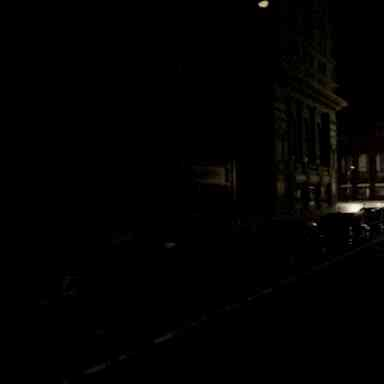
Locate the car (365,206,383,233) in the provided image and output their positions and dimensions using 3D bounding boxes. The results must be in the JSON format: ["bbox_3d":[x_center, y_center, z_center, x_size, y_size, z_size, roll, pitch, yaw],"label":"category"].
[{"bbox_3d":[10.623,1.580,19.657,2.008,1.369,4.403,-2,-1,42],"label":"car"}]

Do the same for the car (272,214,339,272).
[{"bbox_3d":[3.140,1.633,11.226,1.947,1.339,4.313,-2,-1,42],"label":"car"}]

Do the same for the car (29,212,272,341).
[{"bbox_3d":[-0.607,1.401,7.014,2.192,1.841,5.009,-2,-1,42],"label":"car"}]

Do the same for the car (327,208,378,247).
[{"bbox_3d":[6.882,1.613,15.441,1.947,1.339,4.313,-2,-1,42],"label":"car"}]
